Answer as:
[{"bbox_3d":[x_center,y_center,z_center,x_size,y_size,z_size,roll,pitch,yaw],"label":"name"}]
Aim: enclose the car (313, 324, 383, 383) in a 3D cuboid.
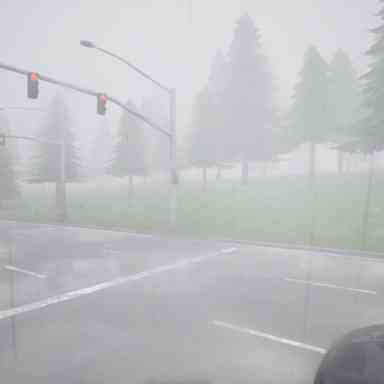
[{"bbox_3d":[3.180,1.505,1.718,4.892,1.490,1.837,0,0,36],"label":"car"}]
